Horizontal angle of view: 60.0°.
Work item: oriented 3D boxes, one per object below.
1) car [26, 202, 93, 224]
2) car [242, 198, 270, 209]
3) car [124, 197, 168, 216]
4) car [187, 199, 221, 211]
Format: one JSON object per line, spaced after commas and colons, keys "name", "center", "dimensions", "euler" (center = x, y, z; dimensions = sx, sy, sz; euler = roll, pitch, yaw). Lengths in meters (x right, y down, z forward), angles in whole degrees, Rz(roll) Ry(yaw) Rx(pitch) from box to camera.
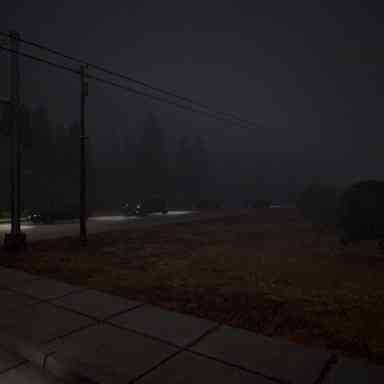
{"name": "car", "center": [-9.766, 1.518, 24.830], "dimensions": [1.837, 1.490, 4.892], "euler": [0, 0, 37]}
{"name": "car", "center": [8.361, 1.469, 43.072], "dimensions": [1.895, 1.301, 4.718], "euler": [0, 0, 37]}
{"name": "car", "center": [-4.361, 1.317, 32.120], "dimensions": [2.097, 1.767, 4.553], "euler": [0, 0, 37]}
{"name": "car", "center": [1.489, 1.514, 39.994], "dimensions": [1.895, 1.301, 4.718], "euler": [0, 0, 37]}
